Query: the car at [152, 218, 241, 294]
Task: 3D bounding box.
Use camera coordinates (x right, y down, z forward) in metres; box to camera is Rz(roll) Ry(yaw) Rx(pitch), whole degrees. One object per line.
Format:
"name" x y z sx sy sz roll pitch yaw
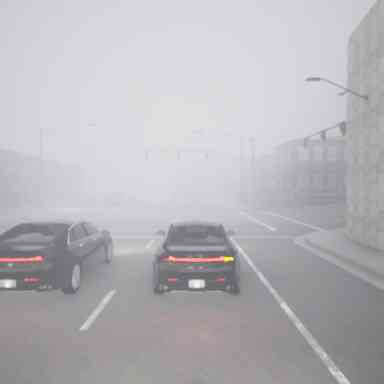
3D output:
"car" 0.105 1.432 8.571 1.837 1.490 4.892 0 0 0

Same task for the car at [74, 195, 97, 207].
"car" -13.953 1.123 43.874 2.128 1.511 4.902 0 1 0

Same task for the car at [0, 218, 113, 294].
"car" -3.395 1.432 8.588 1.837 1.490 4.892 0 0 0

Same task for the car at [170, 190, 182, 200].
"car" -3.290 0.651 68.345 2.150 2.045 5.566 0 0 0

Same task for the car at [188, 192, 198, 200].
"car" 0.210 0.781 68.279 2.097 1.767 4.553 0 0 0

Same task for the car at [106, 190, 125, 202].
"car" -13.851 0.714 60.574 2.150 2.045 5.566 0 1 1

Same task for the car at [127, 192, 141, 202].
"car" -10.375 0.856 59.252 2.097 1.767 4.553 0 0 1

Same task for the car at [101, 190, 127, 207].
"car" -10.453 0.985 43.924 2.097 1.767 4.553 0 0 0
